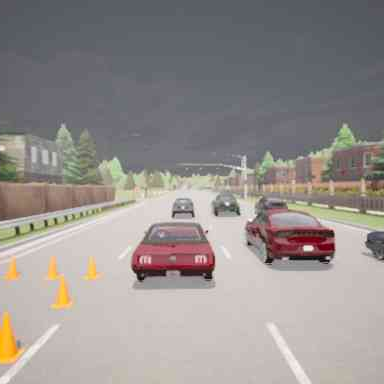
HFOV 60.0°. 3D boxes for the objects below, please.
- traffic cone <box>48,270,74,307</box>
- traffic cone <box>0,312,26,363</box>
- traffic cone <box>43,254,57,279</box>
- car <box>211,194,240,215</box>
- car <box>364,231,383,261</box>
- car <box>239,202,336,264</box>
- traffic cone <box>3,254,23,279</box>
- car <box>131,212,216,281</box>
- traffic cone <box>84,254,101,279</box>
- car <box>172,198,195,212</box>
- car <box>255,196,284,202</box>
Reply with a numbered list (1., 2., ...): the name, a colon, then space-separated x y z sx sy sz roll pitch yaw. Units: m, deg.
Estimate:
1. traffic cone: -2.506 1.890 6.457 0.340 0.580 0.340 0 1 -1
2. traffic cone: -2.476 1.915 4.458 0.340 0.580 0.340 0 1 -1
3. traffic cone: -3.536 1.872 8.442 0.340 0.580 0.340 0 1 -1
4. car: 2.774 0.977 28.399 2.097 1.767 4.553 0 1 -1
5. car: 6.575 1.397 8.412 2.033 1.411 5.357 0 1 -1
6. car: 3.032 1.315 11.251 1.882 1.535 5.008 0 0 -1
7. traffic cone: -4.536 1.879 8.427 0.340 0.580 0.340 0 1 -1
8. car: -0.440 1.483 9.501 1.895 1.301 4.718 0 1 -1
9. traffic cone: -2.536 1.865 8.457 0.340 0.580 0.340 0 1 -1
10. car: -0.711 1.207 27.550 2.033 1.411 5.357 0 1 -1
11. car: 6.300 1.126 26.877 1.837 1.490 4.892 0 1 -1
